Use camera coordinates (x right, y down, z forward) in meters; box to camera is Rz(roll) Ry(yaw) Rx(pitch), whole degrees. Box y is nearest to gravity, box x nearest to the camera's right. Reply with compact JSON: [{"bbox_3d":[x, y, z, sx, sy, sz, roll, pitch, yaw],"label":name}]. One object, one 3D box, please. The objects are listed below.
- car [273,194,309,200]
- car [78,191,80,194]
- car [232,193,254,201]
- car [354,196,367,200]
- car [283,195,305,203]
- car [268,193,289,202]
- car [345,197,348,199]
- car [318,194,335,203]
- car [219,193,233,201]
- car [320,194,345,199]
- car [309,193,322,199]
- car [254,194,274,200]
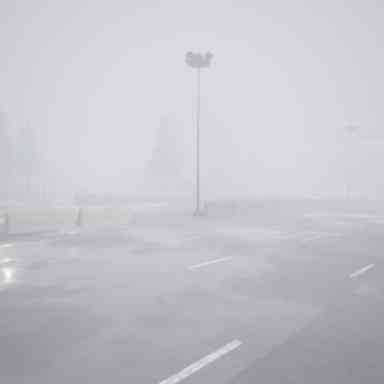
[{"bbox_3d":[14.386,1.260,48.122,2.033,1.411,5.357,2,1,43],"label":"car"},{"bbox_3d":[-19.160,0.338,59.065,1.994,1.385,4.181,0,-1,-8],"label":"car"},{"bbox_3d":[8.964,1.141,52.561,1.895,1.301,4.718,2,1,43],"label":"car"},{"bbox_3d":[36.167,1.664,71.570,2.097,1.767,4.553,2,0,43],"label":"car"},{"bbox_3d":[19.751,1.325,64.145,2.128,1.511,4.902,2,0,43],"label":"car"},{"bbox_3d":[17.336,1.086,66.675,2.097,1.767,4.553,2,0,43],"label":"car"},{"bbox_3d":[33.676,1.819,74.038,1.895,1.301,4.718,2,0,43],"label":"car"},{"bbox_3d":[30.646,1.498,75.907,2.097,1.767,4.553,2,0,43],"label":"car"},{"bbox_3d":[6.423,0.961,54.955,1.837,1.490,4.892,2,1,43],"label":"car"},{"bbox_3d":[25.459,1.552,60.012,1.994,1.385,4.181,2,0,43],"label":"car"},{"bbox_3d":[22.826,1.127,62.305,2.150,2.045,5.566,2,1,43],"label":"car"},{"bbox_3d":[11.987,1.136,50.679,1.837,1.490,4.892,2,1,43],"label":"car"}]
